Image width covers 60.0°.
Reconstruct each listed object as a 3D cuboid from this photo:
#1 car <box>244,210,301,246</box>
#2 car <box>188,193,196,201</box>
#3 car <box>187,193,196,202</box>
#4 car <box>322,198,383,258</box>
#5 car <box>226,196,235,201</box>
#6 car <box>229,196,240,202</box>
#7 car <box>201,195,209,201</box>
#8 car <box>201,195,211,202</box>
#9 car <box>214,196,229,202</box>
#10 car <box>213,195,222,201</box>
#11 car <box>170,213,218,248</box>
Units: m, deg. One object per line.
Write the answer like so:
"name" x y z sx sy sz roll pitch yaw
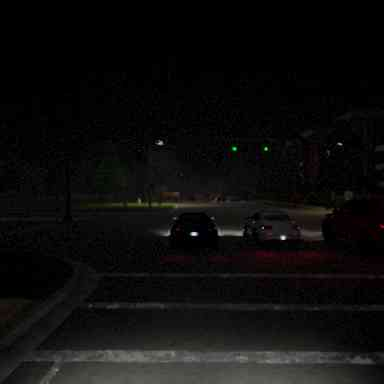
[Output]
"car" 3.584 1.571 15.384 1.812 1.442 4.674 0 0 0
"car" -0.023 1.409 90.392 2.150 2.045 5.566 0 0 0
"car" -0.018 1.709 79.944 1.882 1.535 5.008 0 0 0
"car" 7.087 1.258 13.078 2.150 2.045 5.566 0 0 0
"car" 10.477 1.778 90.395 1.895 1.301 4.718 0 0 0
"car" 10.481 1.828 80.394 1.895 1.301 4.718 0 0 0
"car" 3.477 1.661 90.363 1.882 1.535 5.008 0 0 0
"car" 3.481 1.588 80.332 2.097 1.767 4.553 0 0 0
"car" 6.982 1.756 79.947 2.128 1.511 4.902 0 0 0
"car" 6.977 1.709 90.364 2.128 1.511 4.902 0 0 0
"car" 0.089 1.608 14.939 1.994 1.385 4.181 0 0 0
